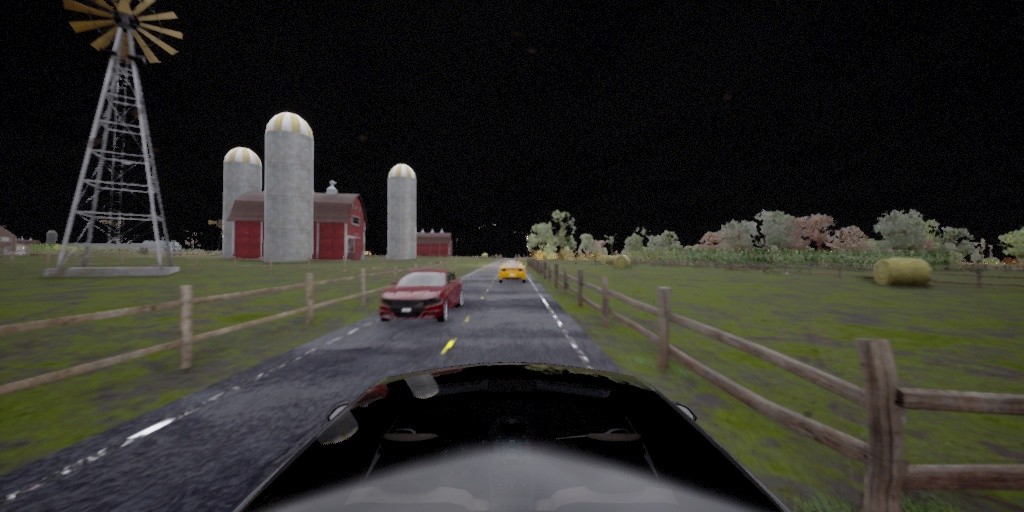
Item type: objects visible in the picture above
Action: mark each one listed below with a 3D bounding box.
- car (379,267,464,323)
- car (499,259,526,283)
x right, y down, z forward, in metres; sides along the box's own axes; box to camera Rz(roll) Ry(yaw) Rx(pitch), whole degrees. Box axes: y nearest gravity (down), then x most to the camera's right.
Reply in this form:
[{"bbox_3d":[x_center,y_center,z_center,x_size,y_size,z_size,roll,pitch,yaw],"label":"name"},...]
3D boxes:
[{"bbox_3d":[-2.831,1.172,12.126,1.882,1.535,5.008,0,0,0],"label":"car"},{"bbox_3d":[0.034,1.097,26.526,1.882,1.535,5.008,0,0,0],"label":"car"}]
